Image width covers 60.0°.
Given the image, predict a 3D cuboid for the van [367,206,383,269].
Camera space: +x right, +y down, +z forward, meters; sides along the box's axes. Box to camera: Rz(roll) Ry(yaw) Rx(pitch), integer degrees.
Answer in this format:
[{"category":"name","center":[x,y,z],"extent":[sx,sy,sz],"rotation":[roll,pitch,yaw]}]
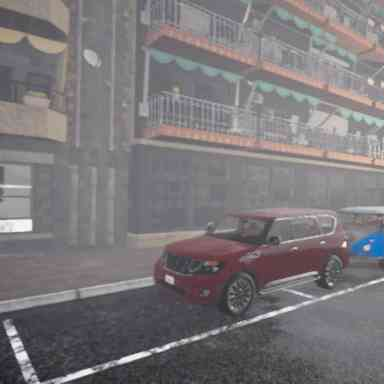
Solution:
[{"category":"van","center":[6.265,1.373,11.003],"extent":[3.998,1.788,1.690],"rotation":[0,1,-35]}]

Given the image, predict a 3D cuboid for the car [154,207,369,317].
[{"category":"car","center":[1.637,1.331,7.702],"extent":[5.009,1.841,2.192],"rotation":[0,1,-35]}]
